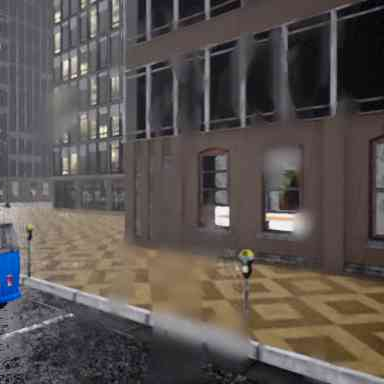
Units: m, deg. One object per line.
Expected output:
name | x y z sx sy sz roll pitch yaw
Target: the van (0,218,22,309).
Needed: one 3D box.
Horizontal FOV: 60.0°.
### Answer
van | -4.972 1.294 6.425 3.998 1.788 1.690 0 0 36
